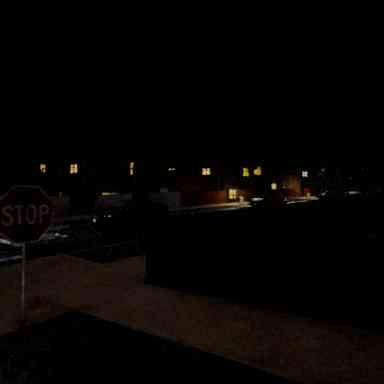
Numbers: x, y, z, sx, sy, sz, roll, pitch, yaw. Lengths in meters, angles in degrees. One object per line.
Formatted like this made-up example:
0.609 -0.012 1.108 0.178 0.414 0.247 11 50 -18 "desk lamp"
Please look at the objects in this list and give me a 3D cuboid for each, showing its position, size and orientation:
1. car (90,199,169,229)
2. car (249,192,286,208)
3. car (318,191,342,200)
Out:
-3.410 1.149 18.922 2.128 1.511 4.902 1 2 40 "car"
7.193 0.804 31.322 1.837 1.490 4.892 1 2 41 "car"
18.422 0.507 44.320 1.994 1.385 4.181 1 2 40 "car"
